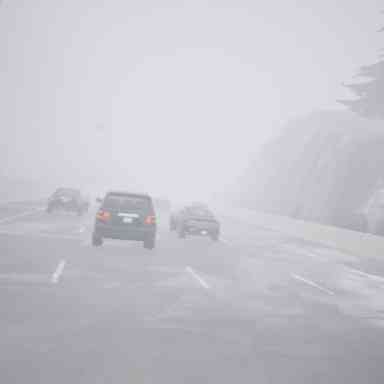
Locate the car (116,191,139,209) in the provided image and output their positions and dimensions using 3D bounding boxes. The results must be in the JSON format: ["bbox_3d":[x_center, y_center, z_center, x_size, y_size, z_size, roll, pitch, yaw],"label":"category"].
[{"bbox_3d":[-6.715,0.808,35.046,1.882,1.535,5.008,6,0,-7],"label":"car"}]

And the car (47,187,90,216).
[{"bbox_3d":[-8.025,0.486,22.107,2.097,1.767,4.553,7,0,-11],"label":"car"}]

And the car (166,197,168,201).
[{"bbox_3d":[-3.427,1.195,36.720,1.882,1.535,5.008,6,0,-6],"label":"car"}]

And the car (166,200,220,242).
[{"bbox_3d":[0.022,1.547,17.235,2.128,1.511,4.902,6,0,-13],"label":"car"}]

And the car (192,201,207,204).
[{"bbox_3d":[0.593,1.678,32.950,1.837,1.490,4.892,6,0,-8],"label":"car"}]

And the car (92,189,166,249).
[{"bbox_3d":[-2.743,0.942,13.538,2.150,2.045,5.566,6,0,-14],"label":"car"}]
